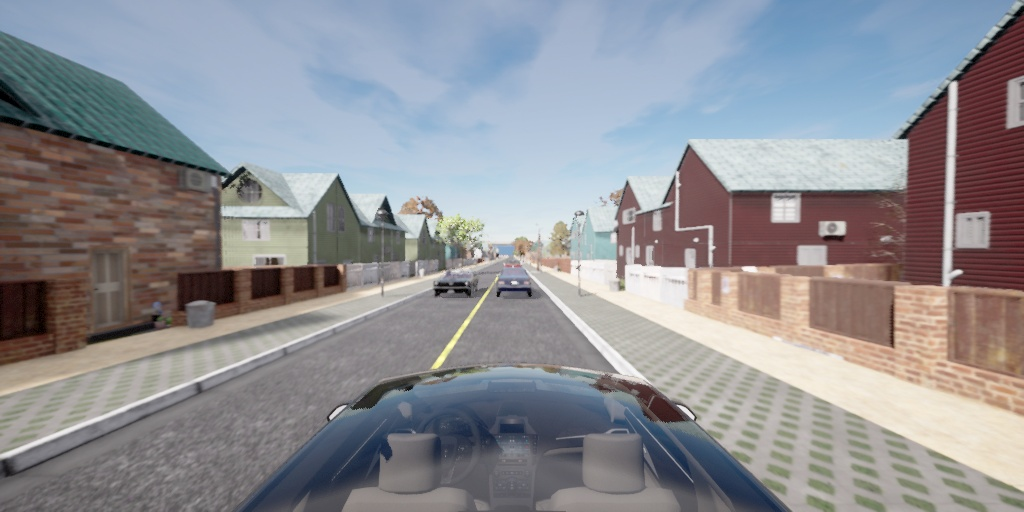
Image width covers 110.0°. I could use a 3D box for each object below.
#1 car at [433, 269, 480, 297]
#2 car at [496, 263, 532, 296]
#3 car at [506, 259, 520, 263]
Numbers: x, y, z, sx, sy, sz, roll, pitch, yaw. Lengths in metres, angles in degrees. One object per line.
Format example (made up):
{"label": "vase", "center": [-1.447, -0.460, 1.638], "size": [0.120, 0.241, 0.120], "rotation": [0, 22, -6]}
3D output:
{"label": "car", "center": [-2.841, 1.370, 18.962], "size": [1.895, 1.301, 4.718], "rotation": [0, 0, 0]}
{"label": "car", "center": [0.109, 1.317, 19.556], "size": [2.033, 1.411, 5.357], "rotation": [0, 0, 0]}
{"label": "car", "center": [0.118, 1.149, 38.794], "size": [2.097, 1.767, 4.553], "rotation": [0, 0, 0]}
